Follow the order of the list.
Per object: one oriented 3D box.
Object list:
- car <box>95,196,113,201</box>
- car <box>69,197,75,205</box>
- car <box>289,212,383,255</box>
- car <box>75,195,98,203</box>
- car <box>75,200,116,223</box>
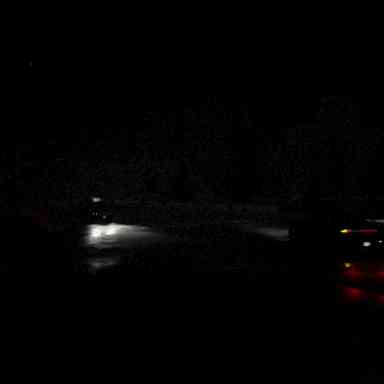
[{"bbox_3d":[-15.613,2.017,61.328,2.033,1.411,5.357,0,0,-31],"label":"car"},{"bbox_3d":[-23.738,1.735,68.079,2.097,1.767,4.553,0,0,-31],"label":"car"},{"bbox_3d":[5.613,1.558,13.612,2.128,1.511,4.902,0,0,-6],"label":"car"},{"bbox_3d":[-19.238,1.833,60.570,2.097,1.767,4.553,0,0,-31],"label":"car"},{"bbox_3d":[-8.074,1.713,28.127,2.128,1.511,4.902,0,0,-30],"label":"car"}]
